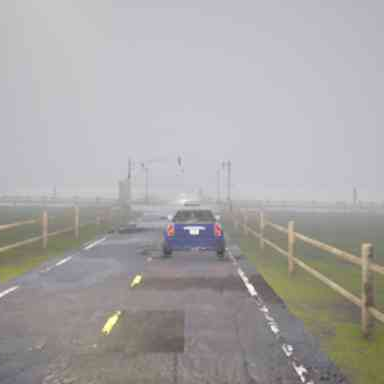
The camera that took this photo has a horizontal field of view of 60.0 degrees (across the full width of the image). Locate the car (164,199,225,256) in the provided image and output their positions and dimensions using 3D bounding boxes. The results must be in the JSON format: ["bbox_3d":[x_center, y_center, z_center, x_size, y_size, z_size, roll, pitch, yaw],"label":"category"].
[{"bbox_3d":[0.071,1.328,13.160,2.097,1.767,4.553,0,0,0],"label":"car"}]

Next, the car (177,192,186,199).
[{"bbox_3d":[-2.867,1.064,93.128,2.150,2.045,5.566,0,0,0],"label":"car"}]
